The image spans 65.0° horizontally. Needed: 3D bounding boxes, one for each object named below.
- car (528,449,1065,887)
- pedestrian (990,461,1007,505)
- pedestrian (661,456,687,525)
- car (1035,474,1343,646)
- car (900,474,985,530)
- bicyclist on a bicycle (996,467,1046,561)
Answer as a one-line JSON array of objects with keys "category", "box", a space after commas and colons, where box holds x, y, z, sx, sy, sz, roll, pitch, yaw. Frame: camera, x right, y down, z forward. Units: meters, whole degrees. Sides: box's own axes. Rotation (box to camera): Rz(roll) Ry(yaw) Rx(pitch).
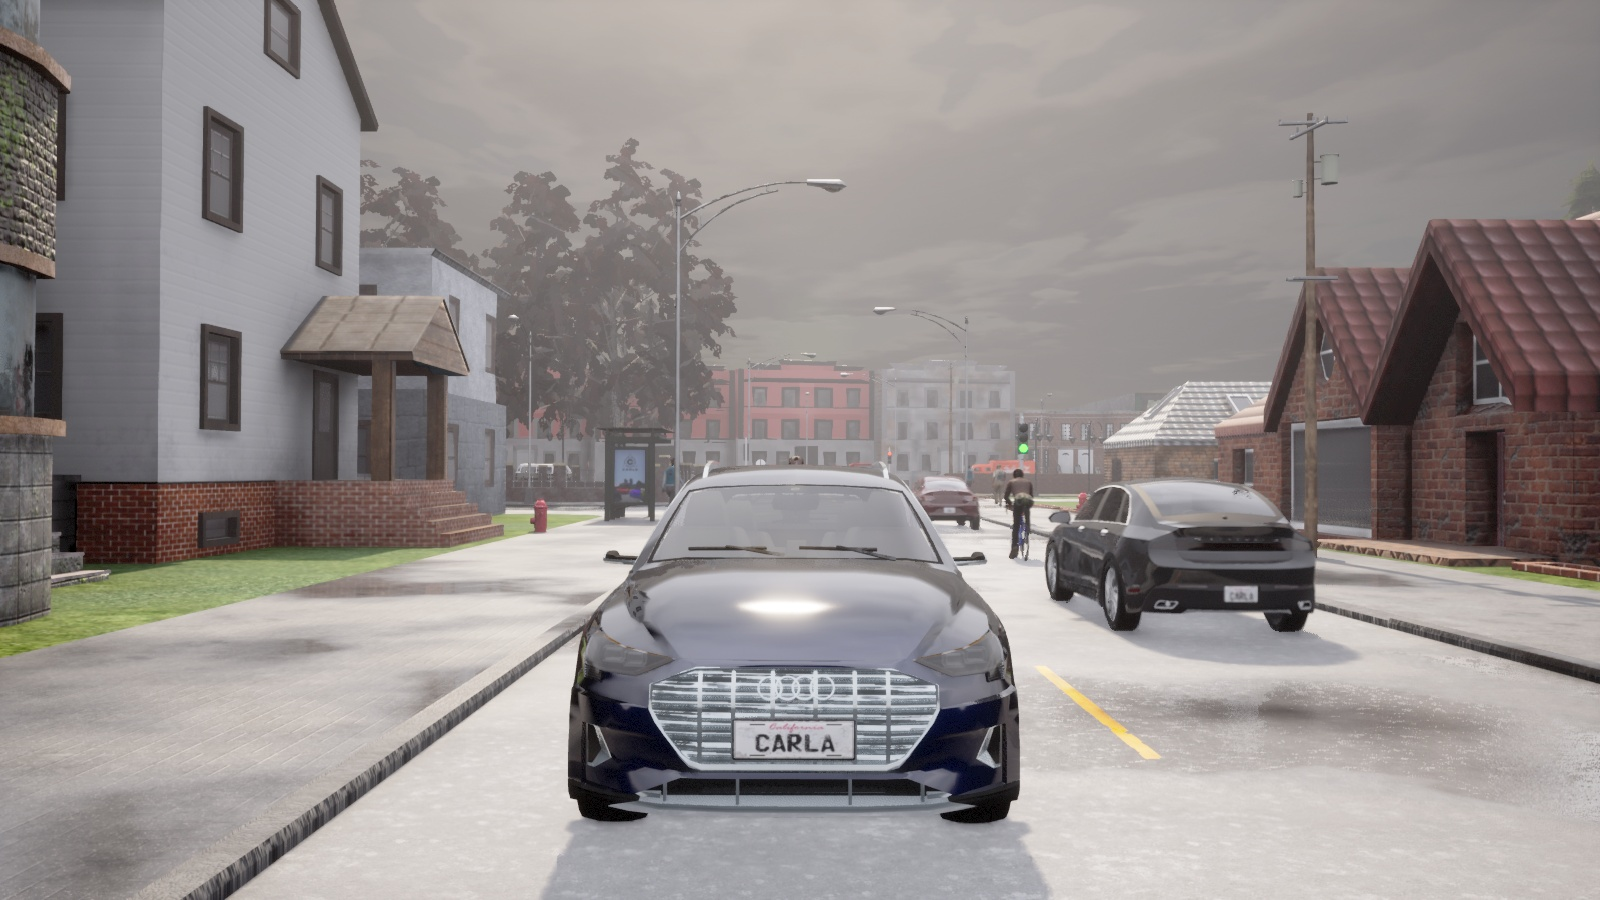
[{"category": "car", "box": [-0.020, 0.865, 7.198, 2.033, 1.649, 4.856, 0, -1, 0]}, {"category": "pedestrian", "box": [8.375, 1.375, 53.006, 0.540, 1.848, 0.694, 0, -1, -2]}, {"category": "pedestrian", "box": [-3.522, 1.127, 35.155, 0.396, 1.930, 0.692, -1, -1, 28]}, {"category": "car", "box": [3.964, 1.036, 13.769, 1.837, 1.490, 4.892, 0, 0, 0]}, {"category": "car", "box": [3.910, 1.414, 35.183, 1.812, 1.442, 4.674, 0, -1, 0]}, {"category": "bicyclist on a bicycle", "box": [3.941, 1.129, 22.518, 0.582, 1.620, 1.656, 0, -1, 0]}]
